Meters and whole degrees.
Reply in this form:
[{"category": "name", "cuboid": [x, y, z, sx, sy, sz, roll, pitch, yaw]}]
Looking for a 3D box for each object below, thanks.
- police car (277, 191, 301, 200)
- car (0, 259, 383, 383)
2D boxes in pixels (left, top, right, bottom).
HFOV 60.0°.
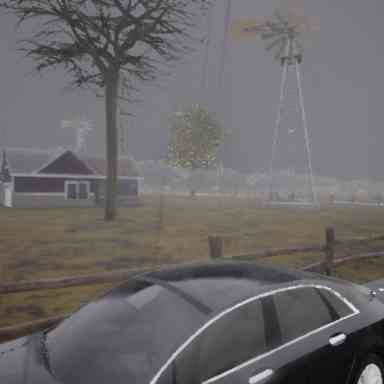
[{"category": "police car", "cuboid": [18.690, 0.636, 64.410, 2.038, 1.542, 4.974, 0, 2, -36]}, {"category": "car", "cuboid": [0.026, 1.514, 3.085, 4.892, 1.490, 1.837, 0, 0, -36]}]
